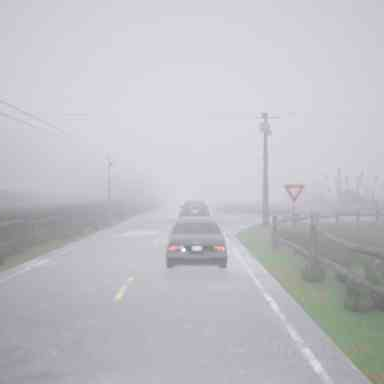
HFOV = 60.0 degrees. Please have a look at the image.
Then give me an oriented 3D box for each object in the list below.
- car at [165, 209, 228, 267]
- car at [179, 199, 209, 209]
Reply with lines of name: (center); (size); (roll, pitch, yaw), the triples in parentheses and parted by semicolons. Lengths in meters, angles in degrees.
car: (0.134, 1.536, 11.298); (2.033, 1.411, 5.357); (0, 0, 0)
car: (0.171, 1.309, 23.866); (2.097, 1.767, 4.553); (0, 1, 0)
